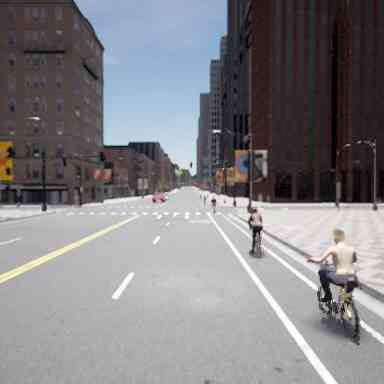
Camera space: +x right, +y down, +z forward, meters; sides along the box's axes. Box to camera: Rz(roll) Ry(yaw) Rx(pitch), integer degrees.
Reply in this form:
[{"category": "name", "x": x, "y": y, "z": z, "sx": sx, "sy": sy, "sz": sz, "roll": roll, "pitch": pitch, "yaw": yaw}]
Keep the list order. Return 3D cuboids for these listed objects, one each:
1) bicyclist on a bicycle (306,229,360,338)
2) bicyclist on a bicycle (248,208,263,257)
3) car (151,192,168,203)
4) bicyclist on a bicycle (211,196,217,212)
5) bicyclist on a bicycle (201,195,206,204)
[{"category": "bicyclist on a bicycle", "x": 2.426, "y": 1.418, "z": 5.595, "sx": 0.866, "sy": 1.612, "sz": 1.509, "roll": 0, "pitch": 0, "yaw": 0}, {"category": "bicyclist on a bicycle", "x": 2.260, "y": 1.416, "z": 11.781, "sx": 0.582, "sy": 1.620, "sz": 1.656, "roll": 0, "pitch": 0, "yaw": 0}, {"category": "car", "x": -6.530, "y": 1.078, "z": 64.785, "sx": 2.150, "sy": 2.045, "sz": 5.566, "roll": 0, "pitch": 0, "yaw": 0}, {"category": "bicyclist on a bicycle", "x": 2.258, "y": 1.281, "z": 34.544, "sx": 0.659, "sy": 1.776, "sz": 1.843, "roll": 0, "pitch": 0, "yaw": 0}, {"category": "bicyclist on a bicycle", "x": 2.250, "y": 1.323, "z": 57.850, "sx": 0.582, "sy": 1.620, "sz": 1.656, "roll": 0, "pitch": 0, "yaw": 0}]
